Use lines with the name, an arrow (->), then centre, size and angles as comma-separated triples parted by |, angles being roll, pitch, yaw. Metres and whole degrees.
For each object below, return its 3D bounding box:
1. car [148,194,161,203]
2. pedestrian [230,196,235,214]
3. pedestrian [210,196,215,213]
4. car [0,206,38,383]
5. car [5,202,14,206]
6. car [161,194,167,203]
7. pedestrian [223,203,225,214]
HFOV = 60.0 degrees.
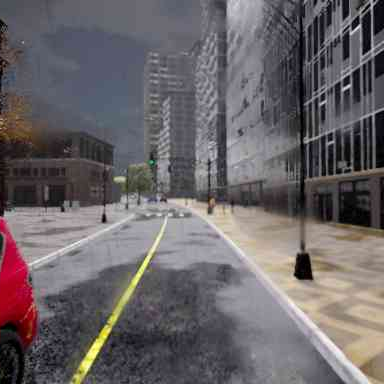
car -> -9.491, 1.665, 80.828 | 2.150, 2.045, 5.566 | 0, 0, -9
pedestrian -> 4.238, 1.362, 35.104 | 0.375, 1.860, 0.375 | 1, -1, -4
pedestrian -> 2.201, 1.348, 35.565 | 0.375, 1.860, 0.375 | 1, -1, -4
car -> -2.874, 1.235, 1.680 | 2.150, 2.045, 5.566 | 0, 0, 0
car -> -25.938, 1.885, 44.142 | 4.403, 1.369, 2.008 | 0, -1, 6
car -> -7.300, 1.954, 84.387 | 1.837, 1.490, 4.892 | 0, 0, -10
pedestrian -> 3.282, 1.727, 34.429 | 0.500, 1.100, 0.500 | 1, -1, -4
